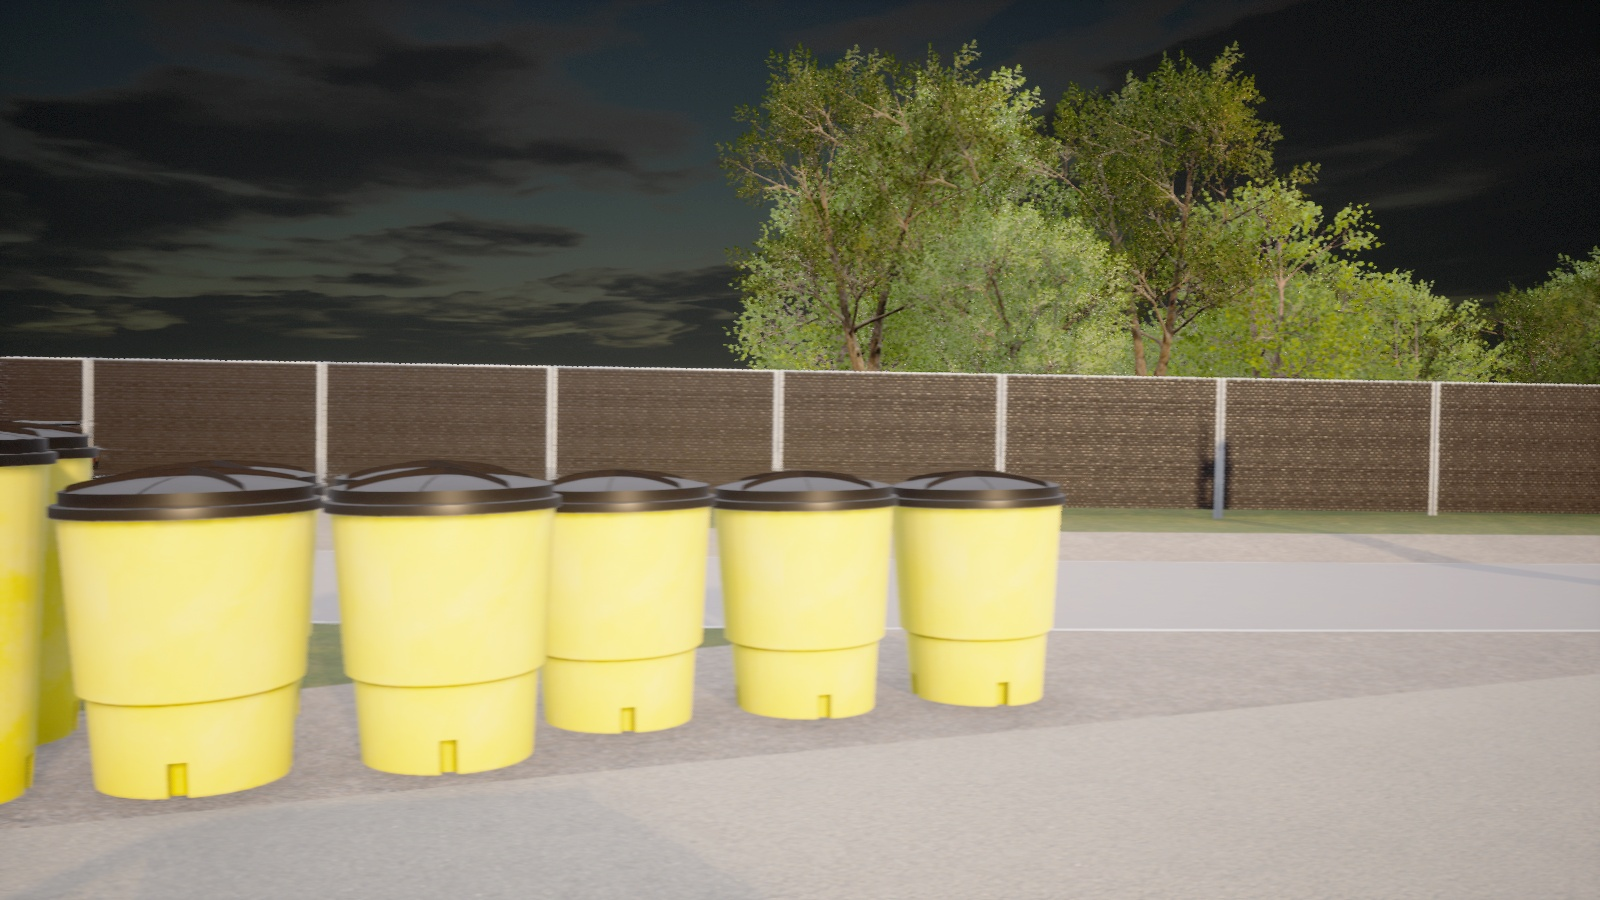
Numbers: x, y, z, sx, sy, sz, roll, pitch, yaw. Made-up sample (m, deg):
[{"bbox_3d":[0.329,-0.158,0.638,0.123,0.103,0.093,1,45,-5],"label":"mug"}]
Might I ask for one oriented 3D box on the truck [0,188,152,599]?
[{"bbox_3d":[-10.682,-0.496,11.571,7.936,3.462,2.891,0,2,2],"label":"truck"}]
